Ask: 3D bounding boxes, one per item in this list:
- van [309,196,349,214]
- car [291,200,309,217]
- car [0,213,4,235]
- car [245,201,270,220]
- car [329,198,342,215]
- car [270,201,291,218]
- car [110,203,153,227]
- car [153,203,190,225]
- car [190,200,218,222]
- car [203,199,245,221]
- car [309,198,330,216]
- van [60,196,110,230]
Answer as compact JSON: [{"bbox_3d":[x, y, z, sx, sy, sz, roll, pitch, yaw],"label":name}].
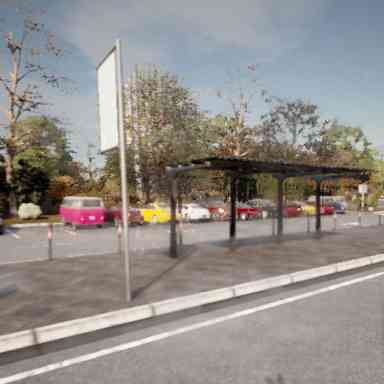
[{"bbox_3d":[15.465,1.471,37.639,1.878,1.987,4.442,0,0,-36],"label":"van"},{"bbox_3d":[8.608,1.671,32.912,2.163,1.488,4.792,0,0,-36],"label":"car"},{"bbox_3d":[-11.671,1.521,18.329,2.163,1.488,4.792,0,0,-36],"label":"car"},{"bbox_3d":[4.109,1.607,29.664,2.097,1.535,5.008,0,0,-36],"label":"car"},{"bbox_3d":[13.123,1.708,36.143,2.163,1.488,4.792,0,0,-36],"label":"car"},{"bbox_3d":[6.372,1.625,31.270,2.231,1.521,4.892,0,0,-36],"label":"car"},{"bbox_3d":[-4.916,1.580,23.195,2.002,1.452,4.674,0,0,-36],"label":"car"},{"bbox_3d":[-2.656,1.556,24.810,2.097,1.535,5.008,0,0,-36],"label":"car"},{"bbox_3d":[-0.401,1.613,26.427,2.002,1.452,4.674,0,0,-36],"label":"car"},{"bbox_3d":[1.837,1.464,28.070,2.185,1.767,4.553,0,0,-36],"label":"car"},{"bbox_3d":[10.990,1.657,34.352,1.946,1.575,5.366,0,0,-36],"label":"car"},{"bbox_3d":[-7.241,1.297,21.678,1.878,1.987,4.442,0,0,-36],"label":"van"}]
